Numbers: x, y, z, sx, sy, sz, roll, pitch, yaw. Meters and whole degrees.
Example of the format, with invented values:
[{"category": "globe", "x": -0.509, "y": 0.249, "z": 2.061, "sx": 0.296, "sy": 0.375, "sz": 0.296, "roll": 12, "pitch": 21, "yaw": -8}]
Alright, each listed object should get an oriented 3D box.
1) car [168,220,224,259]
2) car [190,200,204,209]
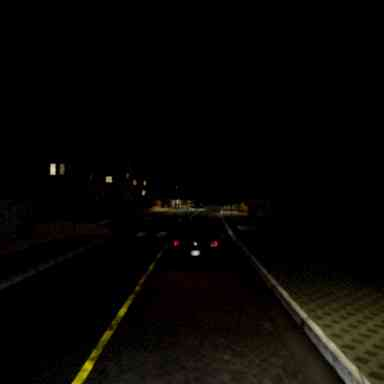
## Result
[{"category": "car", "x": 0.168, "y": 1.751, "z": 13.189, "sx": 1.895, "sy": 1.301, "sz": 4.718, "roll": 0, "pitch": -1, "yaw": 1}, {"category": "car", "x": 0.984, "y": 2.218, "z": 61.377, "sx": 2.097, "sy": 1.767, "sz": 4.553, "roll": 0, "pitch": -1, "yaw": 7}]
